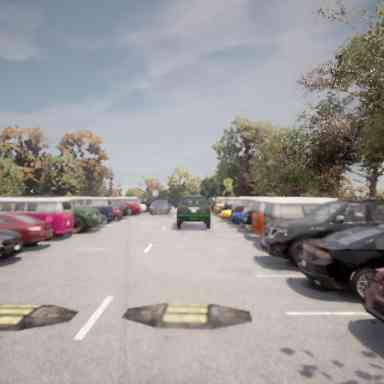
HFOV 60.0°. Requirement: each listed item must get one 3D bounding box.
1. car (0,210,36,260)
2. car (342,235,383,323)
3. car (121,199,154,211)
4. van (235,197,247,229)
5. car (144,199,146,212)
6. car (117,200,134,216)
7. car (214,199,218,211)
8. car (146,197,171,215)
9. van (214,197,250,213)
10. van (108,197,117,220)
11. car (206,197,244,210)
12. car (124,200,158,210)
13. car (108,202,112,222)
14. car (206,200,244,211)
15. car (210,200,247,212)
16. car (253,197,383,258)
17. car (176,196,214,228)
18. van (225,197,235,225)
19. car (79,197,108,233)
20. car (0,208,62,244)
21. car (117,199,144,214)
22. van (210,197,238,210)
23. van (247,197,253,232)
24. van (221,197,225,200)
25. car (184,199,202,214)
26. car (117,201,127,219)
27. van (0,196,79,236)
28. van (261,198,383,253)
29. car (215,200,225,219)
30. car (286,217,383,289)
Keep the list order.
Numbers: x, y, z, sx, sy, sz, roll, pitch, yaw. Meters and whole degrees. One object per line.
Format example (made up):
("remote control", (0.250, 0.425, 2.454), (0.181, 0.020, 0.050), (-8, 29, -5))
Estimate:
("car", (-8.042, 1.489, 10.562), (5.008, 1.535, 2.097), (0, 0, 0))
("car", (5.040, 1.525, 4.886), (4.674, 1.452, 2.002), (0, 0, 0))
("car", (-7.998, 1.874, 49.402), (4.553, 1.767, 2.185), (0, -1, 0))
("van", (4.928, 1.270, 18.871), (4.442, 1.987, 1.878), (0, -1, 0))
("car", (-8.029, 1.896, 41.077), (4.674, 1.452, 2.002), (0, -1, 0))
("car", (-8.063, 1.698, 29.975), (4.792, 1.488, 2.163), (0, -1, 0))
("car", (5.042, 1.759, 35.336), (5.008, 1.535, 2.097), (0, -1, 0))
("car", (-3.584, 1.674, 37.867), (2.097, 1.767, 4.553), (0, -1, 0))
("van", (5.166, 1.674, 43.650), (4.442, 1.987, 1.878), (0, -1, 0))
("van", (-8.151, 1.348, 24.426), (4.442, 1.987, 1.878), (0, -1, 0))
("car", (5.078, 1.797, 51.956), (5.566, 2.045, 2.435), (0, -1, 0))
("car", (-8.023, 2.053, 52.176), (5.008, 1.535, 2.097), (0, -1, 0))
("car", (-8.006, 1.557, 21.640), (4.792, 1.488, 2.163), (0, -1, 0))
("car", (4.865, 1.992, 49.183), (5.366, 1.575, 1.946), (0, -1, 0))
("car", (5.043, 1.948, 46.416), (4.892, 1.521, 2.231), (0, -1, 0))
("car", (5.015, 1.238, 10.552), (5.566, 2.045, 2.435), (0, 0, 0))
("car", (0.106, 1.282, 22.523), (2.150, 2.045, 5.566), (0, -1, 0))
("van", (4.929, 1.346, 24.262), (4.442, 1.987, 1.878), (0, -1, 0))
("car", (-8.007, 1.244, 18.891), (5.566, 2.045, 2.435), (0, 0, 0))
("car", (-8.034, 1.531, 13.338), (4.674, 1.452, 2.002), (0, 0, 0))
("car", (-8.027, 1.762, 35.525), (5.008, 1.535, 2.097), (0, -1, 0))
("van", (5.169, 1.888, 54.847), (4.442, 1.987, 1.878), (0, -1, 0))
("van", (5.160, 1.268, 15.968), (4.442, 1.987, 1.878), (0, 0, 0))
("van", (5.164, 1.440, 29.800), (4.442, 1.987, 1.878), (0, -1, 0))
("car", (0.108, 1.726, 40.961), (2.097, 1.767, 4.553), (0, -1, 0))
("car", (-8.031, 1.661, 27.197), (4.674, 1.452, 2.002), (0, -1, 0))
("van", (-8.153, 1.267, 16.114), (4.442, 1.987, 1.878), (0, 0, 0))
("van", (5.160, 1.266, 13.323), (4.442, 1.987, 1.878), (0, 0, 0))
("car", (4.861, 1.616, 27.026), (5.366, 1.575, 1.946), (0, -1, 0))
("car", (5.037, 1.487, 7.657), (5.008, 1.535, 2.097), (0, 0, 0))
